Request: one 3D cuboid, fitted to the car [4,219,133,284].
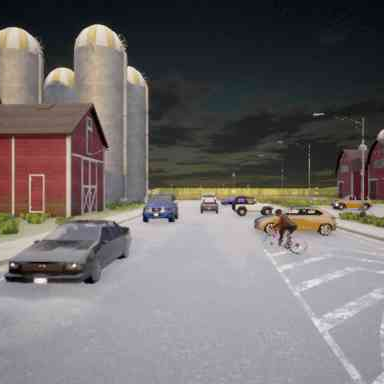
[{"bbox_3d":[-3.157,1.548,9.889,2.033,1.411,5.357,0,0,3],"label":"car"}]

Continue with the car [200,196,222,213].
[{"bbox_3d":[1.902,1.491,36.205,2.128,1.511,4.902,0,0,3],"label":"car"}]

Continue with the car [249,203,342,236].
[{"bbox_3d":[5.441,1.506,17.849,4.193,1.474,1.816,0,0,4],"label":"car"}]

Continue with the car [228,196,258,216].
[{"bbox_3d":[5.661,1.313,31.341,3.866,1.878,1.905,0,0,4],"label":"car"}]

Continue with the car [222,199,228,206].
[{"bbox_3d":[7.076,1.480,55.506,4.611,1.667,2.242,0,0,4],"label":"car"}]

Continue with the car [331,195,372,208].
[{"bbox_3d":[19.488,1.310,40.740,4.605,1.855,1.932,0,0,4],"label":"car"}]

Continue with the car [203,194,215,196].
[{"bbox_3d":[2.396,1.221,46.284,2.150,2.045,5.566,0,0,4],"label":"car"}]

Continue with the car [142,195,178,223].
[{"bbox_3d":[-2.311,1.223,25.617,2.150,2.045,5.566,0,0,3],"label":"car"}]

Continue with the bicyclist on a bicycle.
[{"bbox_3d":[3.325,1.453,12.071,1.656,1.620,0.582,-3,-2,37],"label":"bicyclist on a bicycle"}]
